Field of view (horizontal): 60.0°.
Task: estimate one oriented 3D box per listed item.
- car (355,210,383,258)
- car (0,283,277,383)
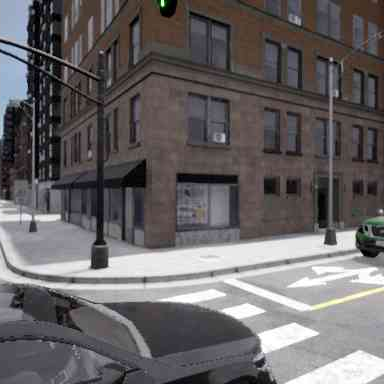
[{"bbox_3d":[8.070,1.210,11.500,5.566,2.045,2.150,0,0,-32],"label":"car"},{"bbox_3d":[-1.447,1.524,2.611,4.674,1.442,1.812,0,0,-31],"label":"car"}]
